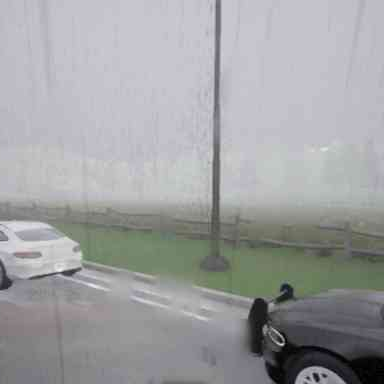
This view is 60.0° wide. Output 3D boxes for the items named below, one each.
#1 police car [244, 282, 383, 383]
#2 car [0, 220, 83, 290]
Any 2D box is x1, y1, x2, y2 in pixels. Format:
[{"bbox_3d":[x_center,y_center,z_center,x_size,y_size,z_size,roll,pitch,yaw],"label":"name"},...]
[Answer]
[{"bbox_3d":[2.987,1.477,2.926,5.238,1.638,1.930,1,0,38],"label":"police car"},{"bbox_3d":[-4.823,1.495,8.994,4.674,1.442,1.812,1,0,38],"label":"car"}]
